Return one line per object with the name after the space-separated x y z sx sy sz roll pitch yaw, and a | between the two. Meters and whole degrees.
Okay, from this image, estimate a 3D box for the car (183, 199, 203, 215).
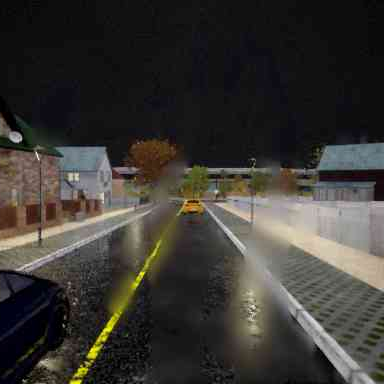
0.118 1.471 34.004 1.882 1.535 5.008 0 0 0 | car

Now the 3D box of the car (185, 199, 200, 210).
0.123 1.602 44.538 1.895 1.301 4.718 0 0 0 | car

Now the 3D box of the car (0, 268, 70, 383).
-2.849 1.561 3.409 1.994 1.385 4.181 0 0 0 | car
